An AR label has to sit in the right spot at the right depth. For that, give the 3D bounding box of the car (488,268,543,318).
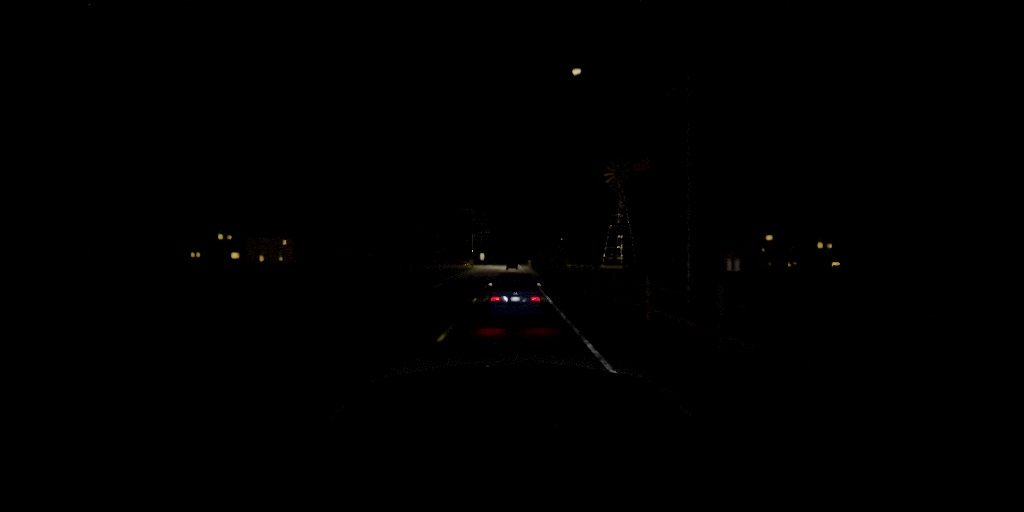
[{"bbox_3d":[0.101,1.347,13.251,2.033,1.411,5.357,0,0,0],"label":"car"}]

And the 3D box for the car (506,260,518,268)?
[{"bbox_3d":[0.006,1.515,58.273,1.812,1.442,4.674,0,0,0],"label":"car"}]
